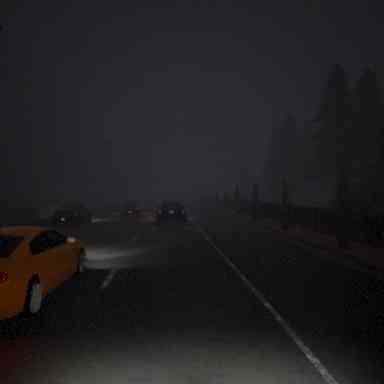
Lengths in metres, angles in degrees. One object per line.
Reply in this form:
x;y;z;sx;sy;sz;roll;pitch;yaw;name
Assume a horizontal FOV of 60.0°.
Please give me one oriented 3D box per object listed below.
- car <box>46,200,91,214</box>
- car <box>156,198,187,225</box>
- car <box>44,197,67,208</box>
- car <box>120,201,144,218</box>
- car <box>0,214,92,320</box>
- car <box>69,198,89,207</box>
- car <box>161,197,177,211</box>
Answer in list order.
-8.495;1.561;23.724;1.812;1.442;4.674;0;0;-4;car
-1.527;1.369;24.351;2.097;1.767;4.553;0;0;-4;car
-21.395;1.562;52.397;1.882;1.535;5.008;0;0;-4;car
-5.560;1.557;31.039;1.812;1.442;4.674;0;0;-5;car
-3.824;1.492;7.360;1.882;1.535;5.008;0;0;-3;car
-17.941;1.639;53.137;1.994;1.385;4.181;0;0;-4;car
-2.906;1.508;42.362;1.882;1.535;5.008;0;0;-4;car
